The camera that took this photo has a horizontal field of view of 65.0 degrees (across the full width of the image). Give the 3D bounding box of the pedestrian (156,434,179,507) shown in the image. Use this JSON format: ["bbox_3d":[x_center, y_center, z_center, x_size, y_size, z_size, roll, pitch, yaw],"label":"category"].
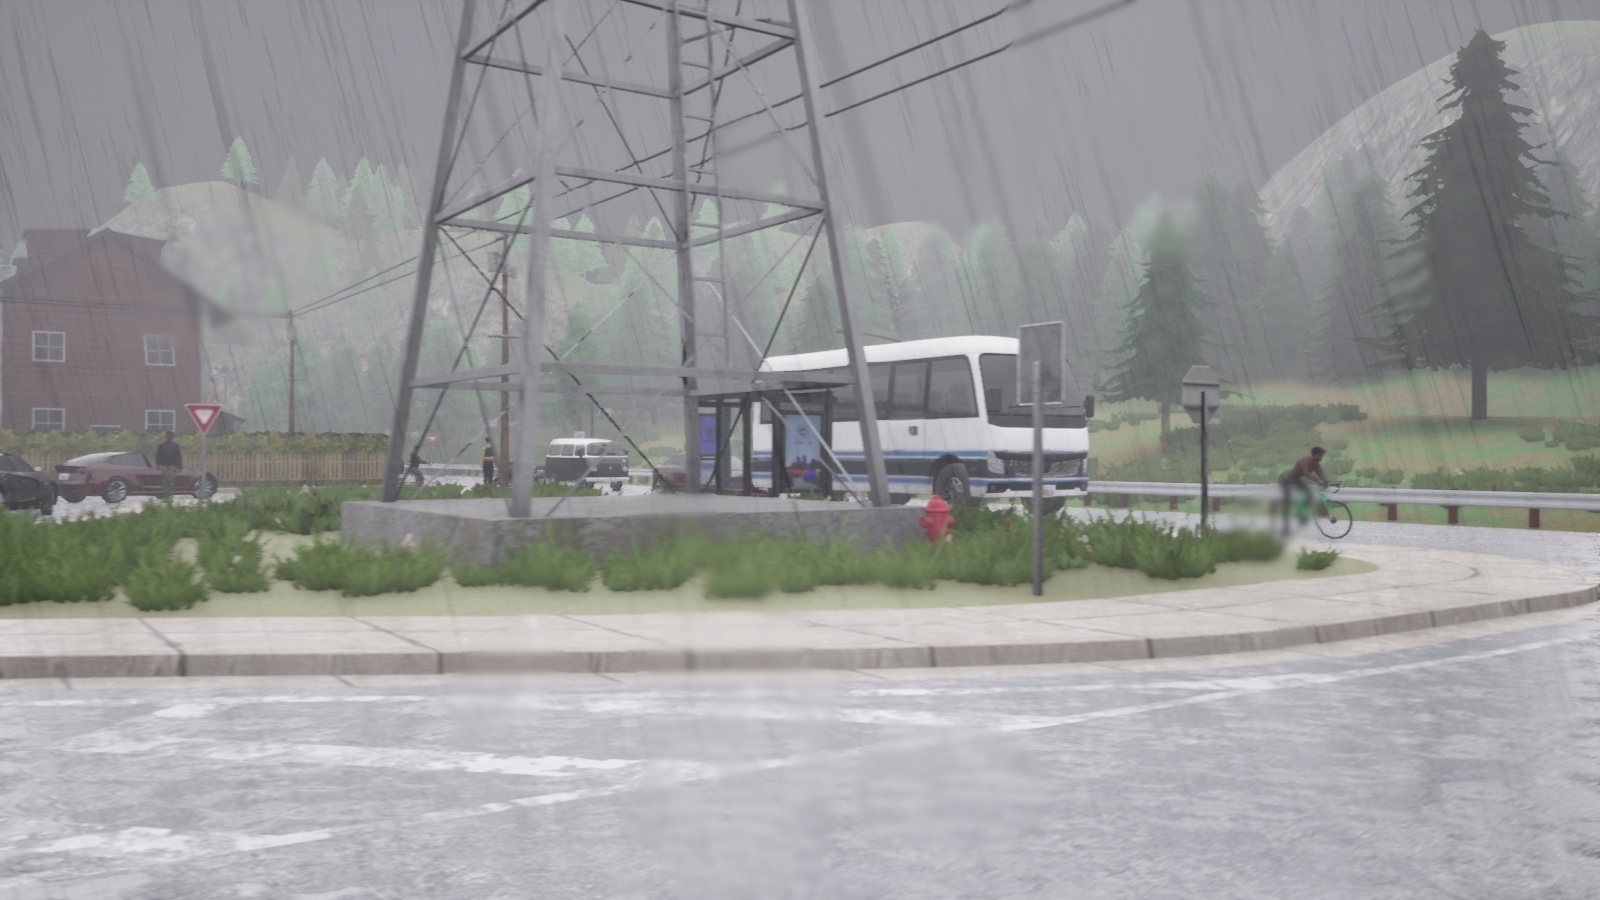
[{"bbox_3d":[-16.025,0.510,31.826,0.431,1.840,0.703,0,0,-20],"label":"pedestrian"}]

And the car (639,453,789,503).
[{"bbox_3d":[-2.779,0.839,39.833,2.163,1.488,4.792,0,0,-44],"label":"car"}]

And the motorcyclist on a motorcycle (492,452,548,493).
[{"bbox_3d":[-10.628,0.858,47.649,2.044,1.523,0.797,0,0,-12],"label":"motorcyclist on a motorcycle"}]

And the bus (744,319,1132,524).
[{"bbox_3d":[2.951,-0.570,31.399,3.944,4.253,10.273,0,0,-34],"label":"bus"}]

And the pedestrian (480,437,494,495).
[{"bbox_3d":[-10.086,0.514,40.453,0.345,1.836,0.594,0,0,-21],"label":"pedestrian"}]

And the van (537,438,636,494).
[{"bbox_3d":[-8.233,0.595,48.091,2.069,2.038,4.480,0,0,-34],"label":"van"}]

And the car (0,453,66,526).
[{"bbox_3d":[-18.002,0.828,27.479,1.882,1.535,5.008,0,0,-12],"label":"car"}]

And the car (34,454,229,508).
[{"bbox_3d":[-19.733,0.876,37.313,2.163,1.488,4.792,0,0,24],"label":"car"}]

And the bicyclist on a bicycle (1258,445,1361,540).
[{"bbox_3d":[9.039,0.725,22.317,0.582,1.620,1.656,0,0,-34],"label":"bicyclist on a bicycle"}]

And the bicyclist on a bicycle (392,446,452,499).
[{"bbox_3d":[-12.817,0.741,42.588,1.843,1.776,0.659,0,0,-36],"label":"bicyclist on a bicycle"}]
